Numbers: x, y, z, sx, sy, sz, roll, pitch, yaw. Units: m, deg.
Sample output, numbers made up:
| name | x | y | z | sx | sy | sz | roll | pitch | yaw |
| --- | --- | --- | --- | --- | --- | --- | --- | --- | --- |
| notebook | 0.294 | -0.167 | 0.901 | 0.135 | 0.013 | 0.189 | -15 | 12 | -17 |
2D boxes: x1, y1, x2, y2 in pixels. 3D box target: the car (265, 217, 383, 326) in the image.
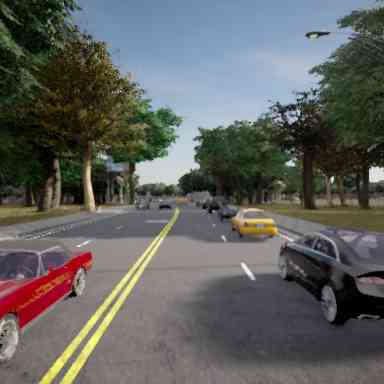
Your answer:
| name | x | y | z | sx | sy | sz | roll | pitch | yaw |
| --- | --- | --- | --- | --- | --- | --- | --- | --- | --- |
| car | 3.248 | 1.534 | 7.145 | 2.128 | 1.511 | 4.902 | 0 | 0 | 0 |

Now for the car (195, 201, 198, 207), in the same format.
| name | x | y | z | sx | sy | sz | roll | pitch | yaw |
| --- | --- | --- | --- | --- | --- | --- | --- | --- | --- |
| car | 1.817 | 2.074 | 62.486 | 2.033 | 1.411 | 5.357 | 0 | -1 | -7 |

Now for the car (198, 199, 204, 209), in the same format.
| name | x | y | z | sx | sy | sz | roll | pitch | yaw |
| --- | --- | --- | --- | --- | --- | --- | --- | --- | --- |
| car | 2.598 | 1.831 | 51.398 | 2.033 | 1.649 | 4.856 | 0 | -1 | -3 |

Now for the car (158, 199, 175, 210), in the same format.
| name | x | y | z | sx | sy | sz | roll | pitch | yaw |
| --- | --- | --- | --- | --- | --- | --- | --- | --- | --- |
| car | -3.858 | 1.975 | 48.448 | 1.895 | 1.301 | 4.718 | 0 | -1 | -2 |

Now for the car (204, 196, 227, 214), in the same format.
| name | x | y | z | sx | sy | sz | roll | pitch | yaw |
| --- | --- | --- | --- | --- | --- | --- | --- | --- | --- |
| car | 3.047 | 1.511 | 40.321 | 2.150 | 2.045 | 5.566 | 0 | -1 | -2 |

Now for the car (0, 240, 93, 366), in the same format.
| name | x | y | z | sx | sy | sz | roll | pitch | yaw |
| --- | --- | --- | --- | --- | --- | --- | --- | --- | --- |
| car | -3.352 | 1.635 | 5.949 | 1.895 | 1.301 | 4.718 | 0 | 0 | 0 |

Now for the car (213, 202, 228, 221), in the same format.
| name | x | y | z | sx | sy | sz | roll | pitch | yaw |
| --- | --- | --- | --- | --- | --- | --- | --- | --- | --- |
| car | 3.236 | 1.799 | 29.202 | 1.895 | 1.301 | 4.718 | 0 | 0 | 0 |

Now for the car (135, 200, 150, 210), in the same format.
| name | x | y | z | sx | sy | sz | roll | pitch | yaw |
| --- | --- | --- | --- | --- | --- | --- | --- | --- | --- |
| car | -7.122 | 1.867 | 48.407 | 2.128 | 1.511 | 4.902 | 0 | -1 | -2 |

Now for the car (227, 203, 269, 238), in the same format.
| name | x | y | z | sx | sy | sz | roll | pitch | yaw |
| --- | --- | --- | --- | --- | --- | --- | --- | --- | --- |
| car | 3.245 | 1.573 | 18.338 | 1.801 | 1.575 | 5.366 | 0 | 0 | 0 |

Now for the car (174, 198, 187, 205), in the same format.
| name | x | y | z | sx | sy | sz | roll | pitch | yaw |
| --- | --- | --- | --- | --- | --- | --- | --- | --- | --- |
| car | -2.213 | 2.049 | 72.314 | 1.882 | 1.535 | 5.008 | 0 | -1 | -6 |
